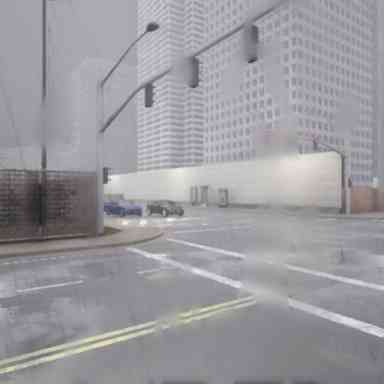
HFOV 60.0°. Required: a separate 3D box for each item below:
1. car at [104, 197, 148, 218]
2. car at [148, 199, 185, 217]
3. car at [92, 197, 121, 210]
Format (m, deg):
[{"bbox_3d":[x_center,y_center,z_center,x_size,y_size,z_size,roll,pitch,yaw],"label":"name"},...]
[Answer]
[{"bbox_3d":[-6.146,1.428,29.764,1.882,1.535,5.008,0,0,-35],"label":"car"},{"bbox_3d":[-2.520,1.456,30.705,1.837,1.490,4.892,0,0,-35],"label":"car"},{"bbox_3d":[-11.049,1.430,42.722,1.882,1.535,5.008,0,0,-35],"label":"car"}]
